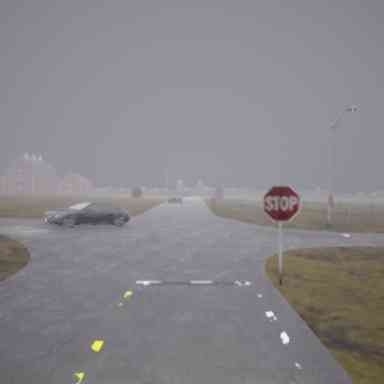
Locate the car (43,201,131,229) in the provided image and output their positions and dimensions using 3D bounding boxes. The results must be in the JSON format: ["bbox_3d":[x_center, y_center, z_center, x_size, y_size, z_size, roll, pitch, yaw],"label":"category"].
[{"bbox_3d":[-5.525,1.207,18.058,4.674,1.442,1.812,3,2,-44],"label":"car"}]

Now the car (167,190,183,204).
[{"bbox_3d":[-2.581,0.822,51.272,2.150,2.045,5.566,0,2,0],"label":"car"}]
